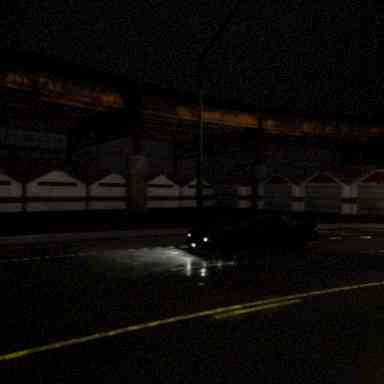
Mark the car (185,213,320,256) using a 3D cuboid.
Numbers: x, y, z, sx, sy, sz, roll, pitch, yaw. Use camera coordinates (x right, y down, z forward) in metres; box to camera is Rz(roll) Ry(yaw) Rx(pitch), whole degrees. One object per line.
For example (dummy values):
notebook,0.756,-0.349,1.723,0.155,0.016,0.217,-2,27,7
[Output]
car,2.491,1.546,13.115,5.357,1.411,2.033,0,0,-24
